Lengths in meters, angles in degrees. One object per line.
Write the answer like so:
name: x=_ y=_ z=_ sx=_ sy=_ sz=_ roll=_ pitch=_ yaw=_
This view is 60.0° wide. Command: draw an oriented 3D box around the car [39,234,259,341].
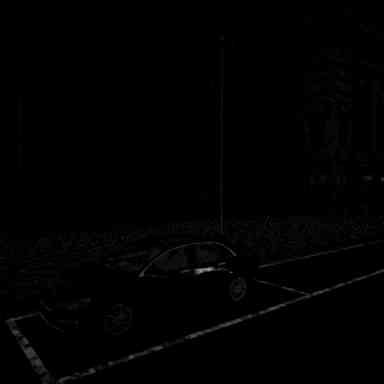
car: x=-0.563 y=1.551 z=6.450 sx=4.403 sy=1.369 sz=2.008 roll=0 pitch=1 yaw=-38
